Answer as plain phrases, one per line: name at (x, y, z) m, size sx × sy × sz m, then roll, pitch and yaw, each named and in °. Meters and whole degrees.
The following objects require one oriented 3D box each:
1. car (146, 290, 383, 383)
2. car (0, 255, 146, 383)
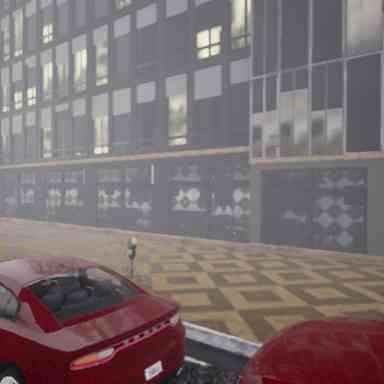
car at (2.455, 1.318, 1.114) m, size 5.009 × 1.841 × 2.192 m, roll 0°, pitch 0°, yaw 36°
car at (-2.176, 1.538, 4.433) m, size 4.507 × 1.381 × 1.887 m, roll 0°, pitch 0°, yaw 36°
